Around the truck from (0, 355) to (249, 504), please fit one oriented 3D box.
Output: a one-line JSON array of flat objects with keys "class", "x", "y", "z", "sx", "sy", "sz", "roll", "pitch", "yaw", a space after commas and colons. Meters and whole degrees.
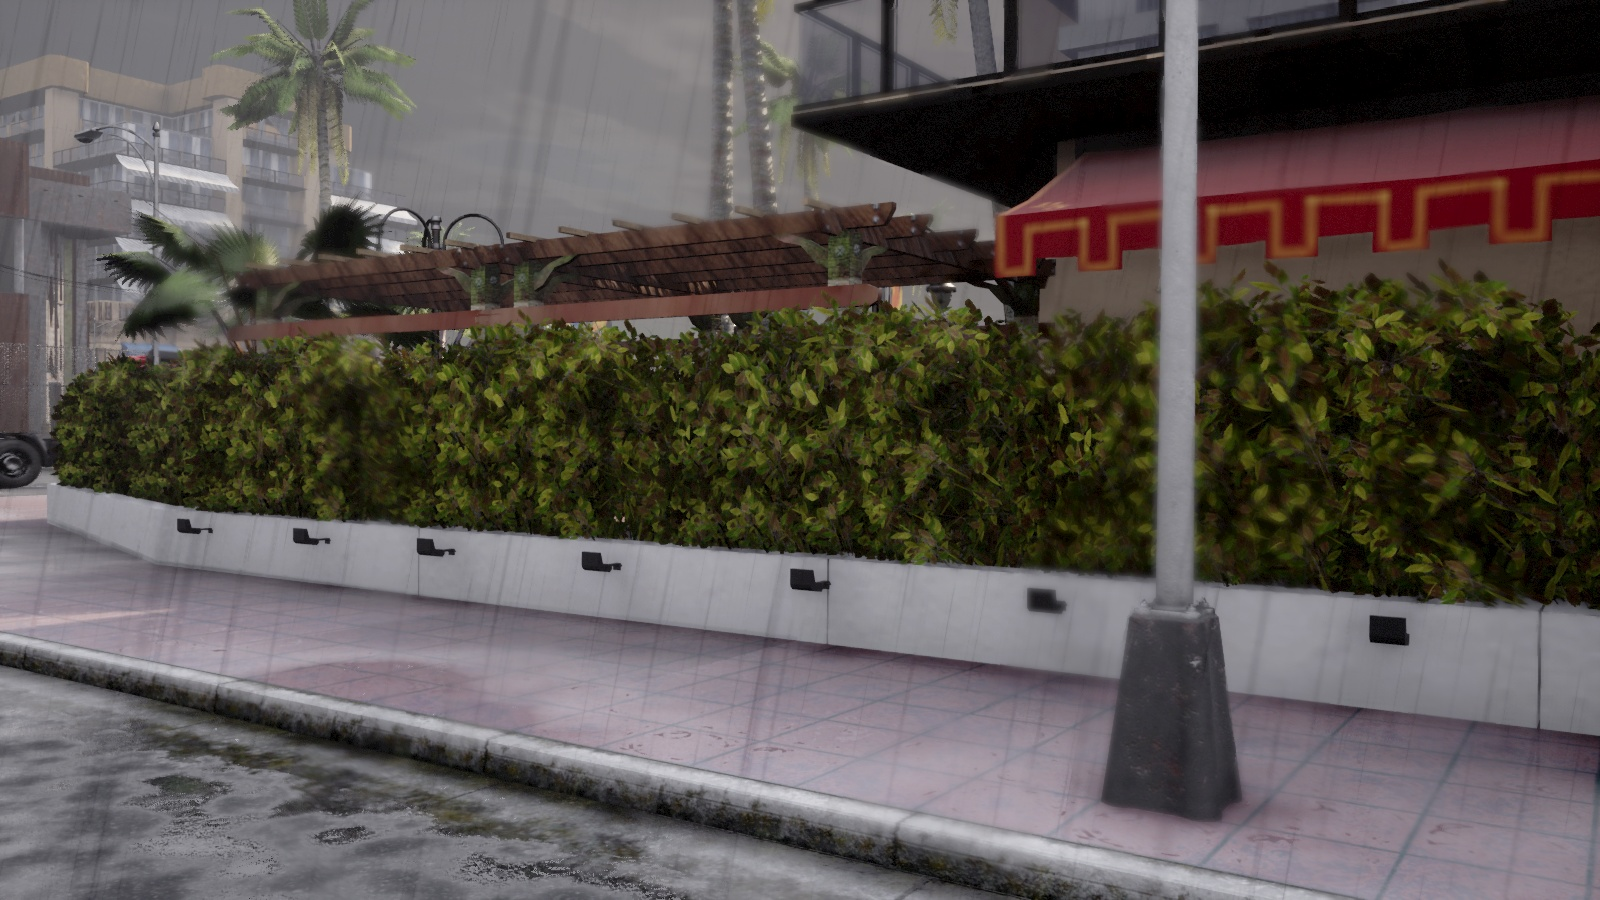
[{"class": "truck", "x": -18.467, "y": -0.515, "z": 31.600, "sx": 2.891, "sy": 3.462, "sz": 7.936, "roll": 0, "pitch": 1, "yaw": 40}]
